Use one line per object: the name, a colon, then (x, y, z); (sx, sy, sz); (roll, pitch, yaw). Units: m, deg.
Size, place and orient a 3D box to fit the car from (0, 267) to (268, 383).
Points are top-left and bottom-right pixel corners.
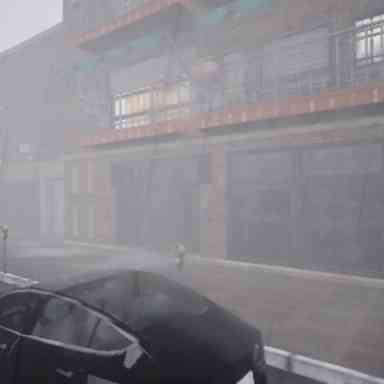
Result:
car: (-1.291, 1.576, 3.802); (4.313, 1.339, 1.947); (0, -1, 35)
